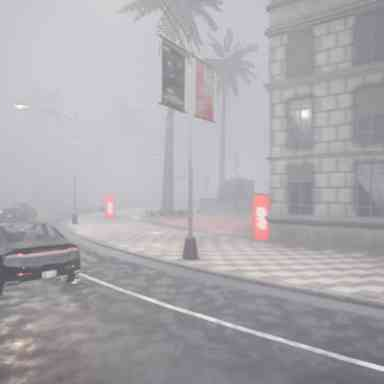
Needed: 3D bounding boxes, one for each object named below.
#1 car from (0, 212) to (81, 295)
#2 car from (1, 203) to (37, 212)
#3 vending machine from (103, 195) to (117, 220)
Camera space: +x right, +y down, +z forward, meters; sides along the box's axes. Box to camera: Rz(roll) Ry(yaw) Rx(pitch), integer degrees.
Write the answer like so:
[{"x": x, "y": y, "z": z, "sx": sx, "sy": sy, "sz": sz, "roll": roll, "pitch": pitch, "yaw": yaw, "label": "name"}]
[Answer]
[{"x": -4.655, "y": 1.516, "z": 8.781, "sx": 2.128, "sy": 1.511, "sz": 4.902, "roll": 0, "pitch": 0, "yaw": -43, "label": "car"}, {"x": -13.908, "y": 1.593, "z": 26.829, "sx": 1.812, "sy": 1.442, "sz": 4.674, "roll": 0, "pitch": 0, "yaw": -12, "label": "car"}, {"x": -6.880, "y": 1.274, "z": 27.890, "sx": 1.100, "sy": 2.100, "sz": 0.880, "roll": 0, "pitch": 0, "yaw": -12, "label": "vending machine"}]
